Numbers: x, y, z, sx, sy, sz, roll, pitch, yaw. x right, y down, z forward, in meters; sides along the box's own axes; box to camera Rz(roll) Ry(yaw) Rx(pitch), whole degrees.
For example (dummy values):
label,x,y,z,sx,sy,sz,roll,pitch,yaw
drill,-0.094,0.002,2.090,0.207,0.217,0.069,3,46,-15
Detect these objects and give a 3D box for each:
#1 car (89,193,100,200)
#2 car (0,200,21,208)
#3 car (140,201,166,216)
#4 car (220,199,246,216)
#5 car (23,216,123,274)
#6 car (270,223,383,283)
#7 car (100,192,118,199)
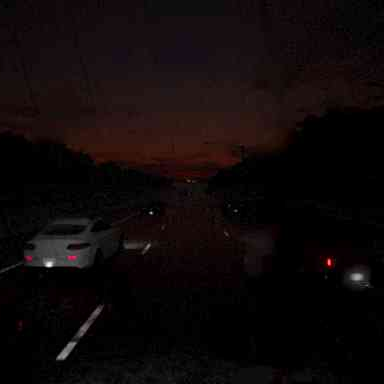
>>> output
label,x,y,z,sx,sy,sz,roll,pitch,yaw
car,-20.964,1.017,72.592,1.882,1.535,5.008,0,0,0
car,-17.580,1.397,30.667,1.994,1.385,4.181,0,0,0
car,-3.385,1.438,29.822,1.895,1.301,4.718,0,0,0
car,3.615,1.329,29.790,2.128,1.511,4.902,0,0,0
car,-3.395,1.463,10.227,1.812,1.442,4.674,0,0,0
car,3.604,1.543,9.463,1.895,1.301,4.718,0,0,0
car,-14.004,1.262,58.341,2.033,1.411,5.357,0,0,1
